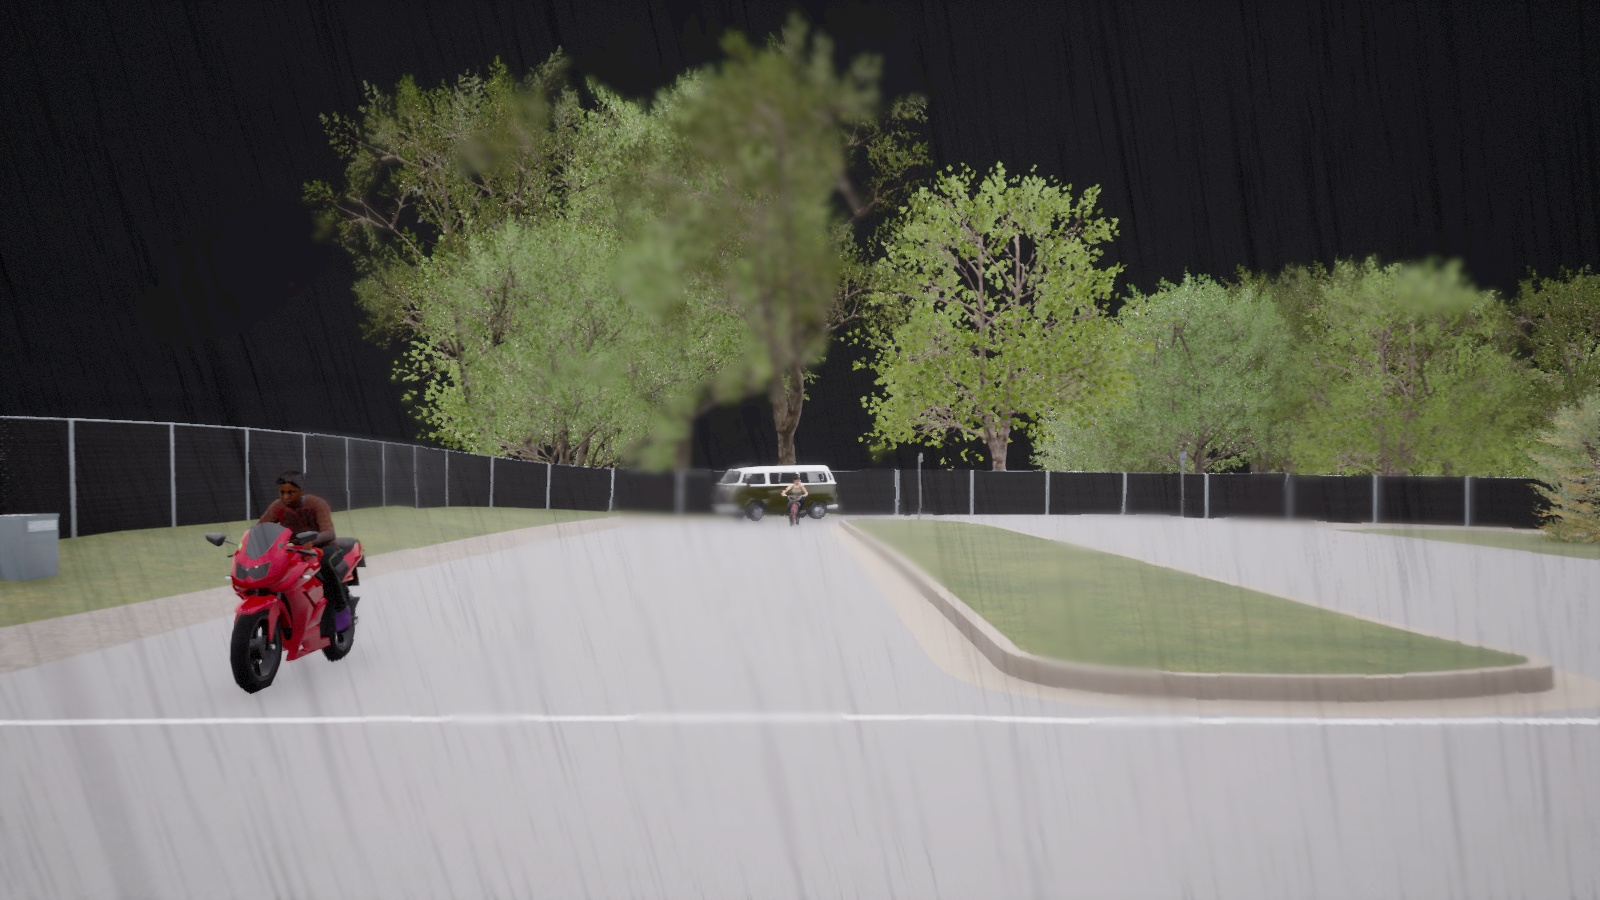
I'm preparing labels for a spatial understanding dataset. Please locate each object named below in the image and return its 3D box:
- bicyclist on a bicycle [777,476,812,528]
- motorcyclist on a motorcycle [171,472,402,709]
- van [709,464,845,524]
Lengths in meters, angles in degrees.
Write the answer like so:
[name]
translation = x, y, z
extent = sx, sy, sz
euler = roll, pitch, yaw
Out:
[bicyclist on a bicycle]
translation = -0.153, 1.613, 39.284
extent = 0.866, 1.612, 1.509
euler = 0, -1, 9
[motorcyclist on a motorcycle]
translation = -3.694, 0.940, 9.265
extent = 0.797, 1.523, 2.044
euler = -1, -1, 2
[van]
translation = -0.852, 1.607, 46.277
extent = 4.480, 2.038, 2.069
euler = -1, -2, -27
